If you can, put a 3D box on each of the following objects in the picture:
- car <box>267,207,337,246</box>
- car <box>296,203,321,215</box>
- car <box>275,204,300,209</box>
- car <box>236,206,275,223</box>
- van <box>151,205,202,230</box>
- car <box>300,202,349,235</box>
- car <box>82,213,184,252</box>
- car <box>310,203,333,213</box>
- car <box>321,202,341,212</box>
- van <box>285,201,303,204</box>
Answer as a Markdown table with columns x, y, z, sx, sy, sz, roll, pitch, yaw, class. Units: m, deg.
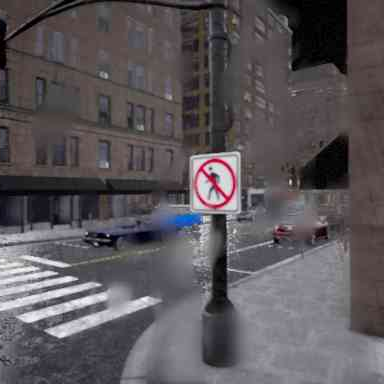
| x | y | z | sx | sy | sz | roll | pitch | yaw | class |
| --- | --- | --- | --- | --- | --- | --- | --- | --- | --- |
| 5.781 | 1.773 | 17.205 | 1.967 | 1.590 | 4.097 | -2 | -2 | 37 | car |
| 15.673 | 2.246 | 44.443 | 1.752 | 1.417 | 4.829 | -2 | -2 | 37 | car |
| 10.022 | 2.153 | 32.666 | 1.895 | 1.301 | 4.718 | -1 | -1 | 37 | car |
| 5.701 | 2.078 | 31.239 | 2.008 | 1.369 | 4.403 | -2 | -2 | 37 | car |
| -1.018 | 1.736 | 22.351 | 1.690 | 1.788 | 3.998 | -2 | -2 | 37 | van |
| 9.138 | 1.714 | 21.655 | 2.192 | 1.841 | 5.009 | -2 | -2 | 37 | car |
| -2.740 | 1.902 | 15.782 | 1.895 | 1.301 | 4.718 | -1 | -1 | 37 | car |
| 19.135 | 2.353 | 49.025 | 1.947 | 1.339 | 4.313 | -2 | -2 | 37 | car |
| 22.390 | 2.375 | 53.337 | 1.752 | 1.417 | 4.829 | -2 | -2 | 37 | car |
| 12.415 | 1.999 | 40.137 | 1.690 | 1.788 | 3.998 | -2 | -2 | 37 | van |
